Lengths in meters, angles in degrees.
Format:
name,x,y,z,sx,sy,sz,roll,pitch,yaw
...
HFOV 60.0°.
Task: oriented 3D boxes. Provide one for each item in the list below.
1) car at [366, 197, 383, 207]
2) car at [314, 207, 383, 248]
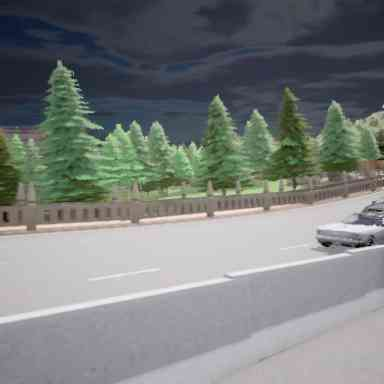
name,x,y,z,sx,sy,sz,roll,pitch,yaw
car,12.995,1.039,21.847,4.181,1.385,1.994,-4,3,-35
car,7.000,1.497,13.281,4.718,1.301,1.895,-2,1,-35
